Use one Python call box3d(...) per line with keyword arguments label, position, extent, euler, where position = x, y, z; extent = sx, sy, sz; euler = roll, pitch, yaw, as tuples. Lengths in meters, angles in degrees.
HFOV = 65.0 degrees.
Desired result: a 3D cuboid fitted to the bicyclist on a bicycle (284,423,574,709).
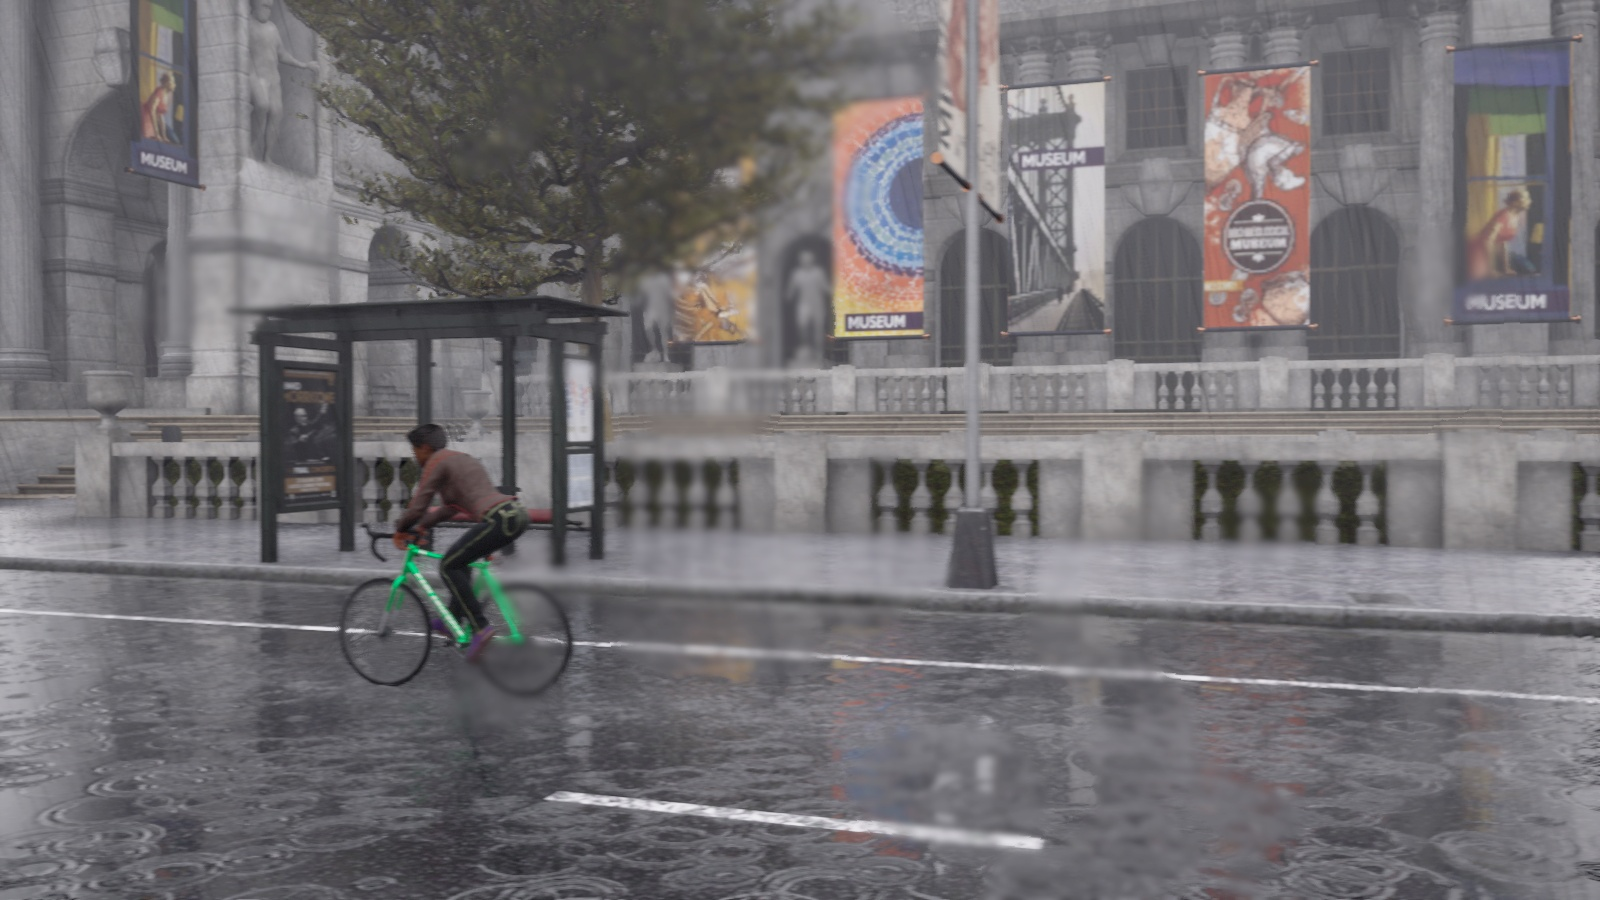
box3d(label="bicyclist on a bicycle", position=(-2.256, 0.648, 7.646), extent=(1.656, 1.620, 0.582), euler=(0, 1, 19))
